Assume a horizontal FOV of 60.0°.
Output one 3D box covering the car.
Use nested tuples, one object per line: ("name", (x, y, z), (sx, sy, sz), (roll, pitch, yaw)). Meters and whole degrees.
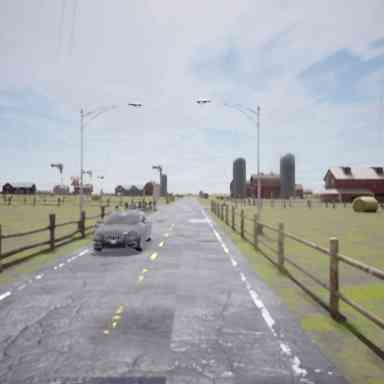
("car", (-2.849, 1.584, 14.459), (1.837, 1.490, 4.892), (0, 0, 0))
